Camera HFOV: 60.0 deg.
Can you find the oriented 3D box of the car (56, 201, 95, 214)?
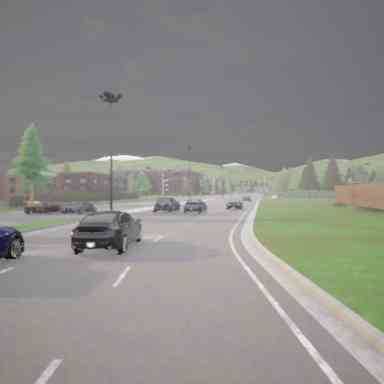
[{"bbox_3d":[-11.740,1.622,34.562,1.994,1.385,4.181,0,0,12],"label":"car"}]

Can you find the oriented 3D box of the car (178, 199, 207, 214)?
[{"bbox_3d":[0.408,1.505,35.399,2.128,1.511,4.902,0,0,12],"label":"car"}]

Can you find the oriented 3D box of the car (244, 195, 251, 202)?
[{"bbox_3d":[12.707,1.509,77.449,2.128,1.511,4.902,0,0,12],"label":"car"}]

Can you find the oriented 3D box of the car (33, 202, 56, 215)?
[{"bbox_3d":[-15.299,1.673,34.658,1.895,1.301,4.718,0,0,12],"label":"car"}]

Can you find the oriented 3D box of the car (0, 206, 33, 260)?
[{"bbox_3d":[-6.957,1.382,9.798,2.097,1.767,4.553,0,0,1],"label":"car"}]

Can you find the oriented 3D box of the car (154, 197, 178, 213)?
[{"bbox_3d":[-2.732,1.378,37.484,2.097,1.767,4.553,0,0,12],"label":"car"}]

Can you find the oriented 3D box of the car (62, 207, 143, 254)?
[{"bbox_3d":[-3.289,1.523,13.607,1.837,1.490,4.892,0,0,3],"label":"car"}]

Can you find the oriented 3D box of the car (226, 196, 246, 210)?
[{"bbox_3d":[5.599,1.598,43.157,1.895,1.301,4.718,0,0,12],"label":"car"}]
